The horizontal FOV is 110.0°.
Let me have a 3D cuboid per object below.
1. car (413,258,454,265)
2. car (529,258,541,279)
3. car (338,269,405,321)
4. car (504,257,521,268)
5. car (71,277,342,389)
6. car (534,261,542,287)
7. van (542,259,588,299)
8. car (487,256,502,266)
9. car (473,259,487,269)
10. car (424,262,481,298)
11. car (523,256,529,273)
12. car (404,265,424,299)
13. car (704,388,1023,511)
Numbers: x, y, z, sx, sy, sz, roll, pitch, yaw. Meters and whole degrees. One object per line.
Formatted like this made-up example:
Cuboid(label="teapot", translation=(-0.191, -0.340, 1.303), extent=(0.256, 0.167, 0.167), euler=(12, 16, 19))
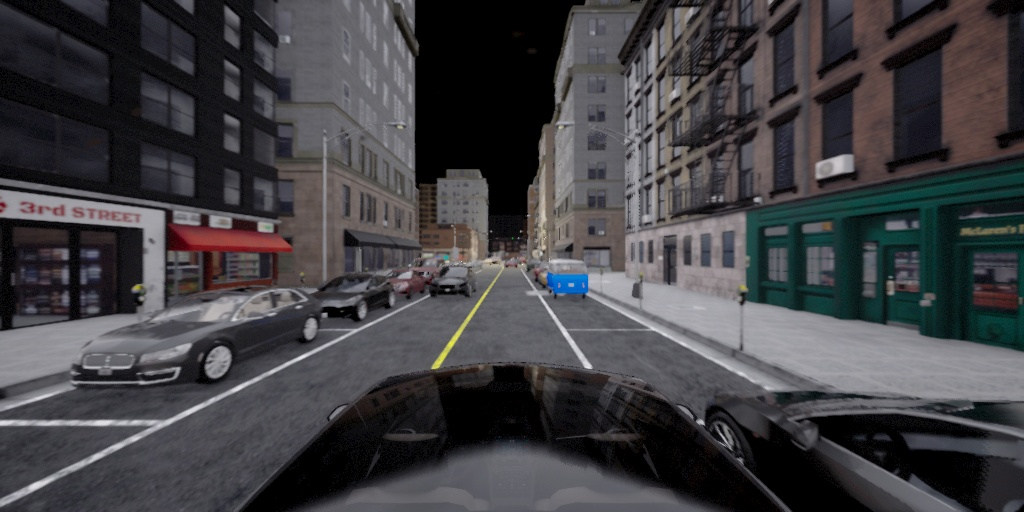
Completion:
Cuboid(label="car", translation=(-5.393, 1.039, 23.162), extent=(2.192, 1.841, 5.009), euler=(0, 0, 0))
Cuboid(label="car", translation=(2.630, 1.159, 28.573), extent=(1.967, 1.591, 4.097), euler=(0, 0, 0))
Cuboid(label="car", translation=(-5.391, 1.303, 12.343), extent=(1.948, 1.339, 4.313), euler=(0, 0, 0))
Cuboid(label="car", translation=(-0.218, 1.249, 60.105), extent=(1.994, 1.385, 4.181), euler=(0, 0, -7))
Cuboid(label="car", translation=(-5.389, 1.294, 6.934), extent=(2.007, 1.370, 4.403), euler=(0, 0, 0))
Cuboid(label="car", translation=(2.632, 1.250, 23.334), extent=(1.751, 1.417, 4.829), euler=(0, 0, 0))
Cuboid(label="van", translation=(2.633, 1.072, 17.754), extent=(1.690, 1.789, 3.998), euler=(0, 0, 0))
Cuboid(label="car", translation=(-2.765, 0.818, 59.086), extent=(1.882, 1.535, 5.008), euler=(0, 0, 0))
Cuboid(label="car", translation=(-5.401, 1.240, 55.618), extent=(2.007, 1.370, 4.403), euler=(0, 0, 0))
Cuboid(label="car", translation=(-2.854, 1.235, 18.234), extent=(1.837, 1.490, 4.892), euler=(0, 0, 0))
Cuboid(label="car", translation=(2.739, 1.054, 43.465), extent=(2.097, 1.767, 4.553), euler=(0, 0, 0))
Cuboid(label="car", translation=(-5.392, 1.313, 17.753), extent=(1.802, 1.307, 4.207), euler=(0, 0, 0))
Cuboid(label="car", translation=(2.637, 1.316, 1.526), extent=(1.948, 1.339, 4.313), euler=(0, 0, 0))
